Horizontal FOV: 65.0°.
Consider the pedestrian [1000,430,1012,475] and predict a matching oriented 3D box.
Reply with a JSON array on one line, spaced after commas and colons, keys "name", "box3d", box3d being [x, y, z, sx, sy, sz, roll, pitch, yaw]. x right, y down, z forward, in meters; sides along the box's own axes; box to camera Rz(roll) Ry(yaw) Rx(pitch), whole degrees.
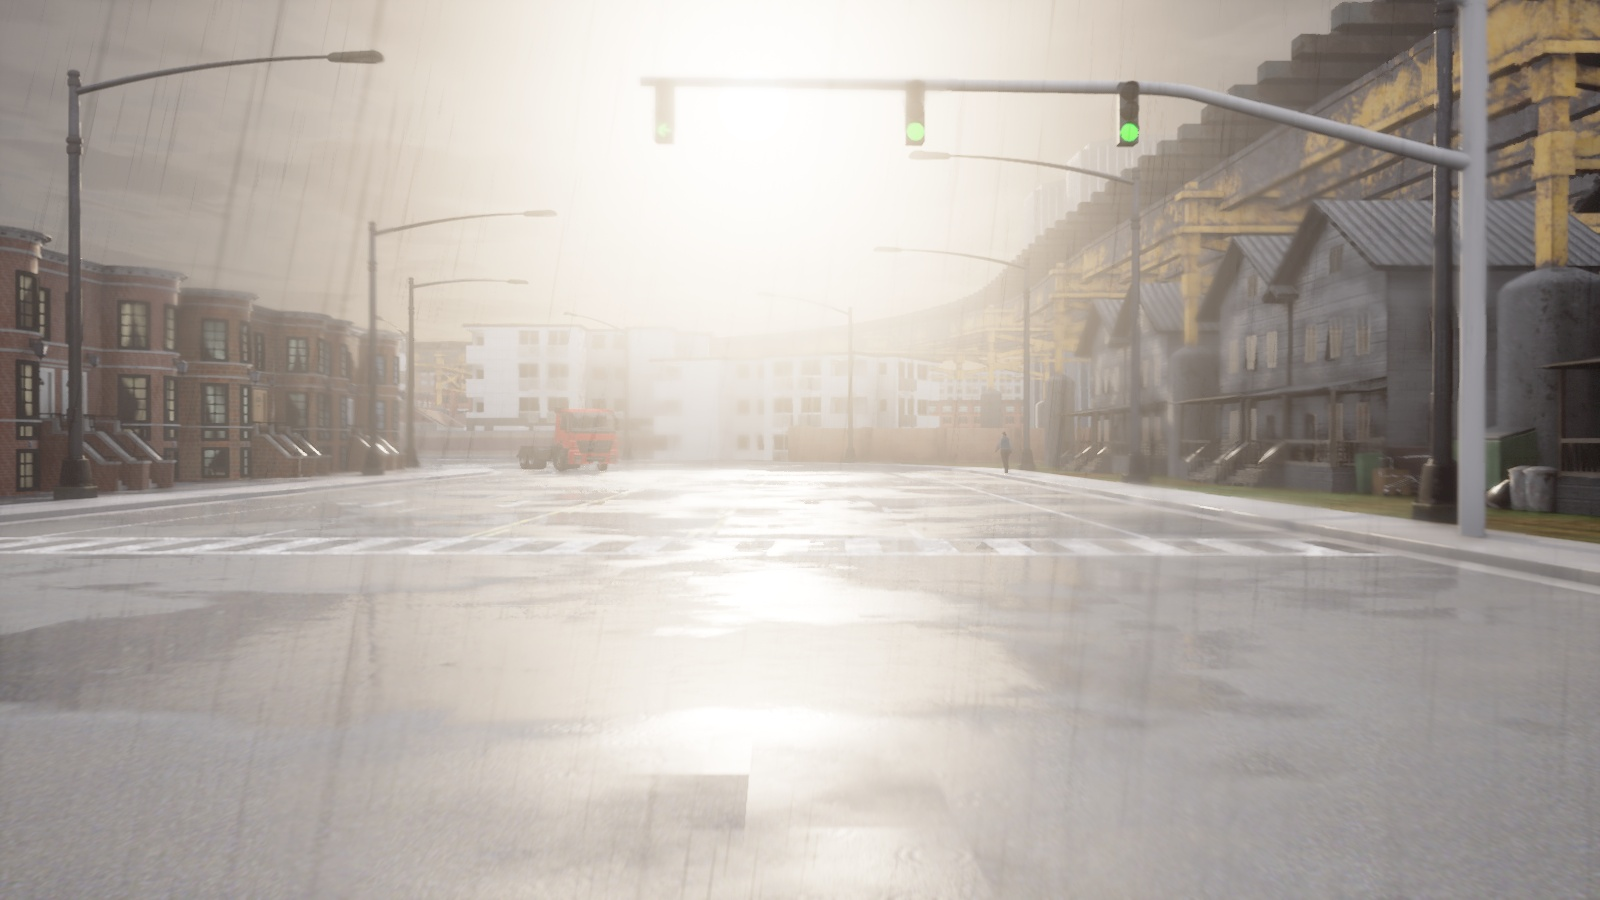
[{"name": "pedestrian", "box3d": [8.940, 0.101, 54.585, 0.396, 1.930, 0.692, 0, 0, -2]}]

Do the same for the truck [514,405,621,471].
[{"name": "truck", "box3d": [-12.972, -0.637, 69.495, 2.891, 3.462, 7.936, 0, 0, -34]}]
